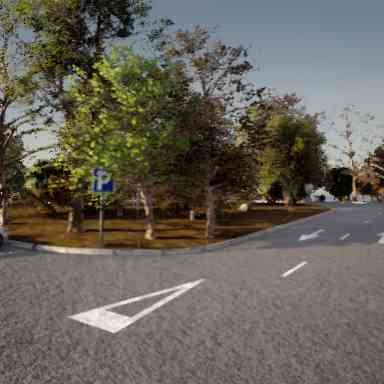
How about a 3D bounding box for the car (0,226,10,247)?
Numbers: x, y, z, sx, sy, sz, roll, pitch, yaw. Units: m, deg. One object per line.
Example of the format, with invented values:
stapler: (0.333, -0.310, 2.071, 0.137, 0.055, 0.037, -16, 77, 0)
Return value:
car: (-9.494, 1.592, 12.591, 2.002, 1.452, 4.674, 0, 0, 36)
